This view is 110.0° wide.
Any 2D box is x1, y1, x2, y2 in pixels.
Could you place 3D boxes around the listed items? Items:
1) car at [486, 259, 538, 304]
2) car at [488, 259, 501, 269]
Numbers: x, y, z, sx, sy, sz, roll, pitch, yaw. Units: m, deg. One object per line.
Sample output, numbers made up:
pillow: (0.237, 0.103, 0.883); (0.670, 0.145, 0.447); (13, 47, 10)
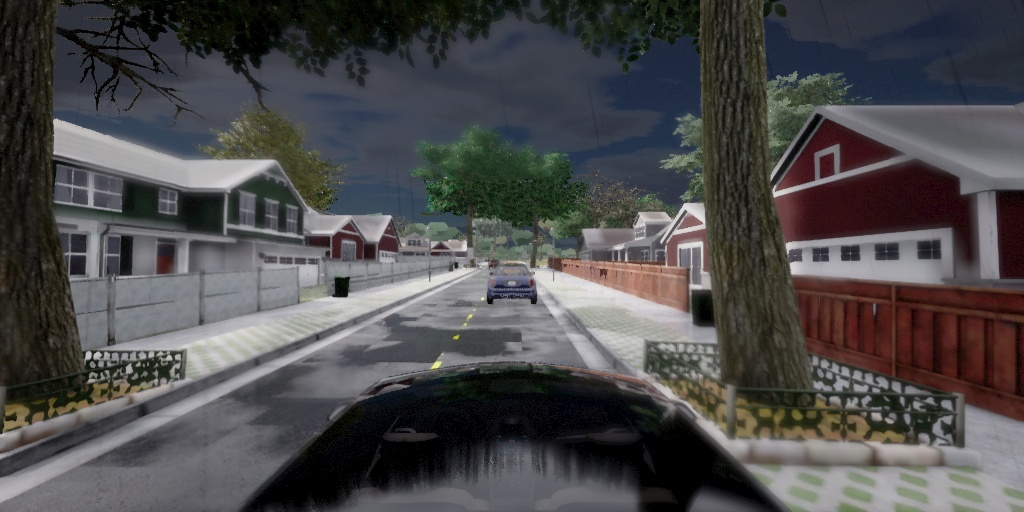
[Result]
car: (0.000, 1.117, 16.478); (2.097, 1.767, 4.553); (0, 0, 0)
car: (-2.751, 1.243, 57.529); (1.882, 1.535, 5.008); (0, 0, 0)
